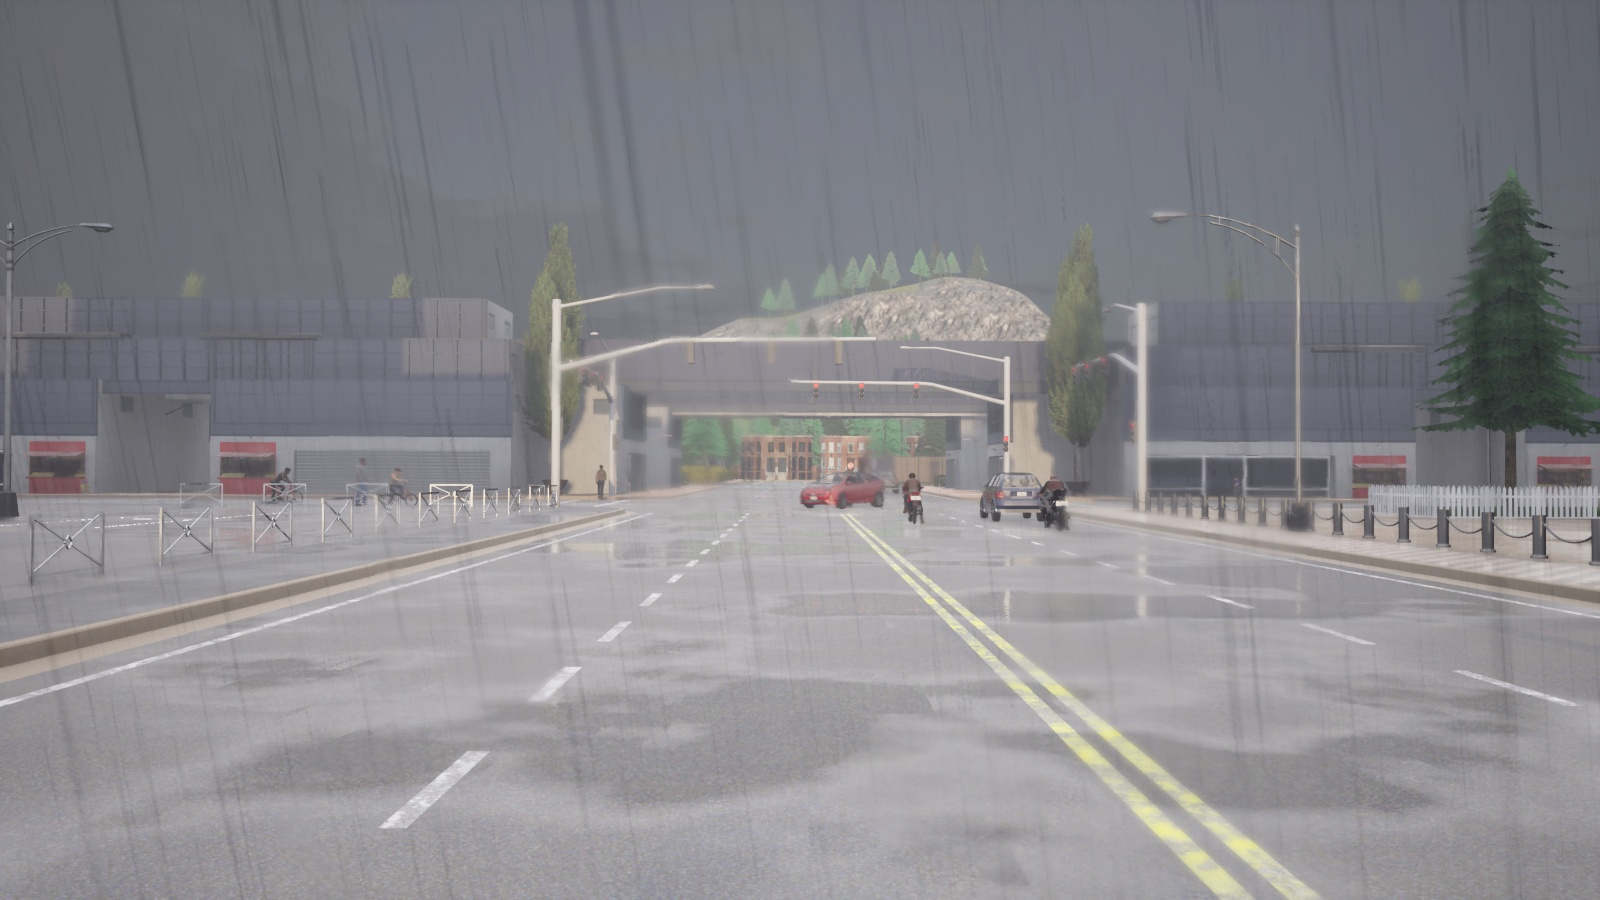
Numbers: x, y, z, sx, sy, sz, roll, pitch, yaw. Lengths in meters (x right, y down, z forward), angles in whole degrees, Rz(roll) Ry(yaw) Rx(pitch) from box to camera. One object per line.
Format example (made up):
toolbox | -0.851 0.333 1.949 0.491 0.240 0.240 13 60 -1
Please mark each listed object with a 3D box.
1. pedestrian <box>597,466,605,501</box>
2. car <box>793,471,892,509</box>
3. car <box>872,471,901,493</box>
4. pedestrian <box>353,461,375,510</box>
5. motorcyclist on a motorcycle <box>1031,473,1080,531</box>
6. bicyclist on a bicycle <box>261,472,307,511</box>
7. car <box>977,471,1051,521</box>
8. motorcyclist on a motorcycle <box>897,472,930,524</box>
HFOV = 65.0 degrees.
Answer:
pedestrian | -10.258 1.718 64.698 0.328 1.805 0.869 0 -1 -14
car | 1.832 1.640 52.904 2.007 1.525 4.514 -1 -1 35
car | 6.208 2.281 90.281 1.789 1.549 3.705 0 -1 0
pedestrian | -16.597 1.340 47.764 0.706 1.836 0.354 0 -1 0
motorcyclist on a motorcycle | 6.913 1.394 34.125 0.866 1.530 2.191 0 -1 0
bicyclist on a bicycle | -21.627 1.735 52.620 1.656 1.620 0.582 0 -1 1
car | 6.895 1.449 40.792 1.789 1.549 3.705 0 -1 0
motorcyclist on a motorcycle | 3.393 1.415 37.733 0.797 1.523 2.044 0 -1 0
